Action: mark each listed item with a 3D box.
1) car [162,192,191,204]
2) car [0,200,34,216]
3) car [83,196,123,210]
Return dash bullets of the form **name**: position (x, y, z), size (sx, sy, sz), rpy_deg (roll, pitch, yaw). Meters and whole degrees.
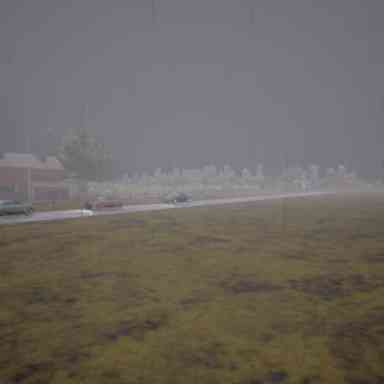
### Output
- **car**: position (-1.998, 0.802, 44.927), size (1.837, 1.490, 4.892), rpy_deg (1, 2, 36)
- **car**: position (-15.043, 1.313, 26.881), size (1.994, 1.385, 4.181), rpy_deg (1, 2, 34)
- **car**: position (-9.236, 1.115, 34.901), size (1.994, 1.385, 4.181), rpy_deg (1, 2, 36)
